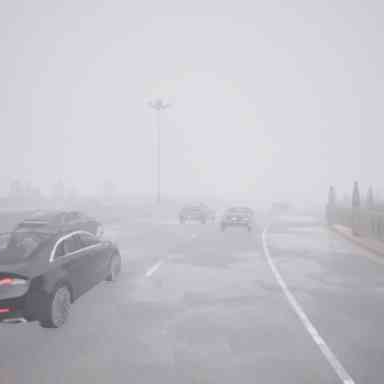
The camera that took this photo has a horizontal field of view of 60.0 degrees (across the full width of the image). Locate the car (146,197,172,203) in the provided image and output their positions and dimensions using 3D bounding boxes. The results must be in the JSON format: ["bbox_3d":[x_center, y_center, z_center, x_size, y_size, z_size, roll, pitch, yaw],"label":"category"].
[{"bbox_3d":[-4.823,1.503,48.847,1.882,1.535,5.008,0,0,29],"label":"car"}]

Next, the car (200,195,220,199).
[{"bbox_3d":[2.855,1.229,54.833,2.097,1.767,4.553,0,0,34],"label":"car"}]

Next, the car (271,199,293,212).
[{"bbox_3d":[11.084,1.619,41.003,1.812,1.442,4.674,0,0,29],"label":"car"}]

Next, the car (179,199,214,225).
[{"bbox_3d":[0.474,1.518,24.744,2.128,1.511,4.902,0,0,16],"label":"car"}]

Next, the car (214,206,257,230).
[{"bbox_3d":[3.066,1.584,21.330,2.033,1.411,5.357,0,0,15],"label":"car"}]

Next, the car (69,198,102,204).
[{"bbox_3d":[-12.836,1.484,40.013,1.837,1.490,4.892,0,-1,22],"label":"car"}]

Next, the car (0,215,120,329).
[{"bbox_3d":[-2.943,1.484,6.955,2.128,1.511,4.902,0,0,5],"label":"car"}]

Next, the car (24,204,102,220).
[{"bbox_3d":[-5.503,1.493,14.357,1.837,1.490,4.892,0,0,9],"label":"car"}]
